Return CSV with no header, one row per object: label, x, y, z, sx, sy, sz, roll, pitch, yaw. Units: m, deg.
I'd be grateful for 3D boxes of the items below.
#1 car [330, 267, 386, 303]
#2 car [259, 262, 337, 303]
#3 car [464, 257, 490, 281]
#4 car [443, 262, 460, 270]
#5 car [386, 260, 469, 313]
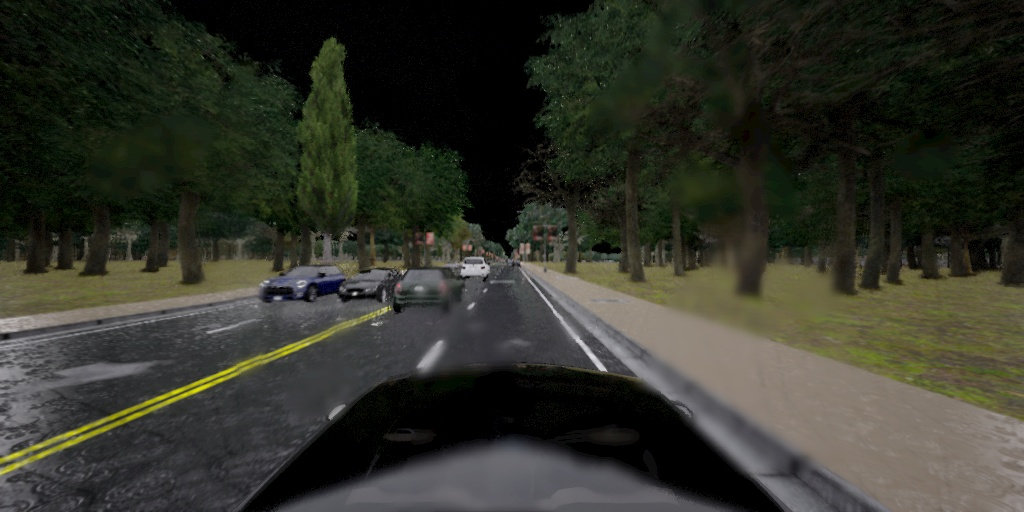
car,-6.612,1.354,17.488,1.837,1.490,4.892,0,0,0
car,-9.862,1.200,17.340,2.097,1.767,4.553,0,0,0
car,-3.194,1.132,31.971,2.150,2.045,5.566,0,0,0
car,-9.956,1.594,59.272,1.895,1.301,4.718,0,0,0
car,-3.161,1.185,14.528,2.097,1.767,4.553,0,0,0
